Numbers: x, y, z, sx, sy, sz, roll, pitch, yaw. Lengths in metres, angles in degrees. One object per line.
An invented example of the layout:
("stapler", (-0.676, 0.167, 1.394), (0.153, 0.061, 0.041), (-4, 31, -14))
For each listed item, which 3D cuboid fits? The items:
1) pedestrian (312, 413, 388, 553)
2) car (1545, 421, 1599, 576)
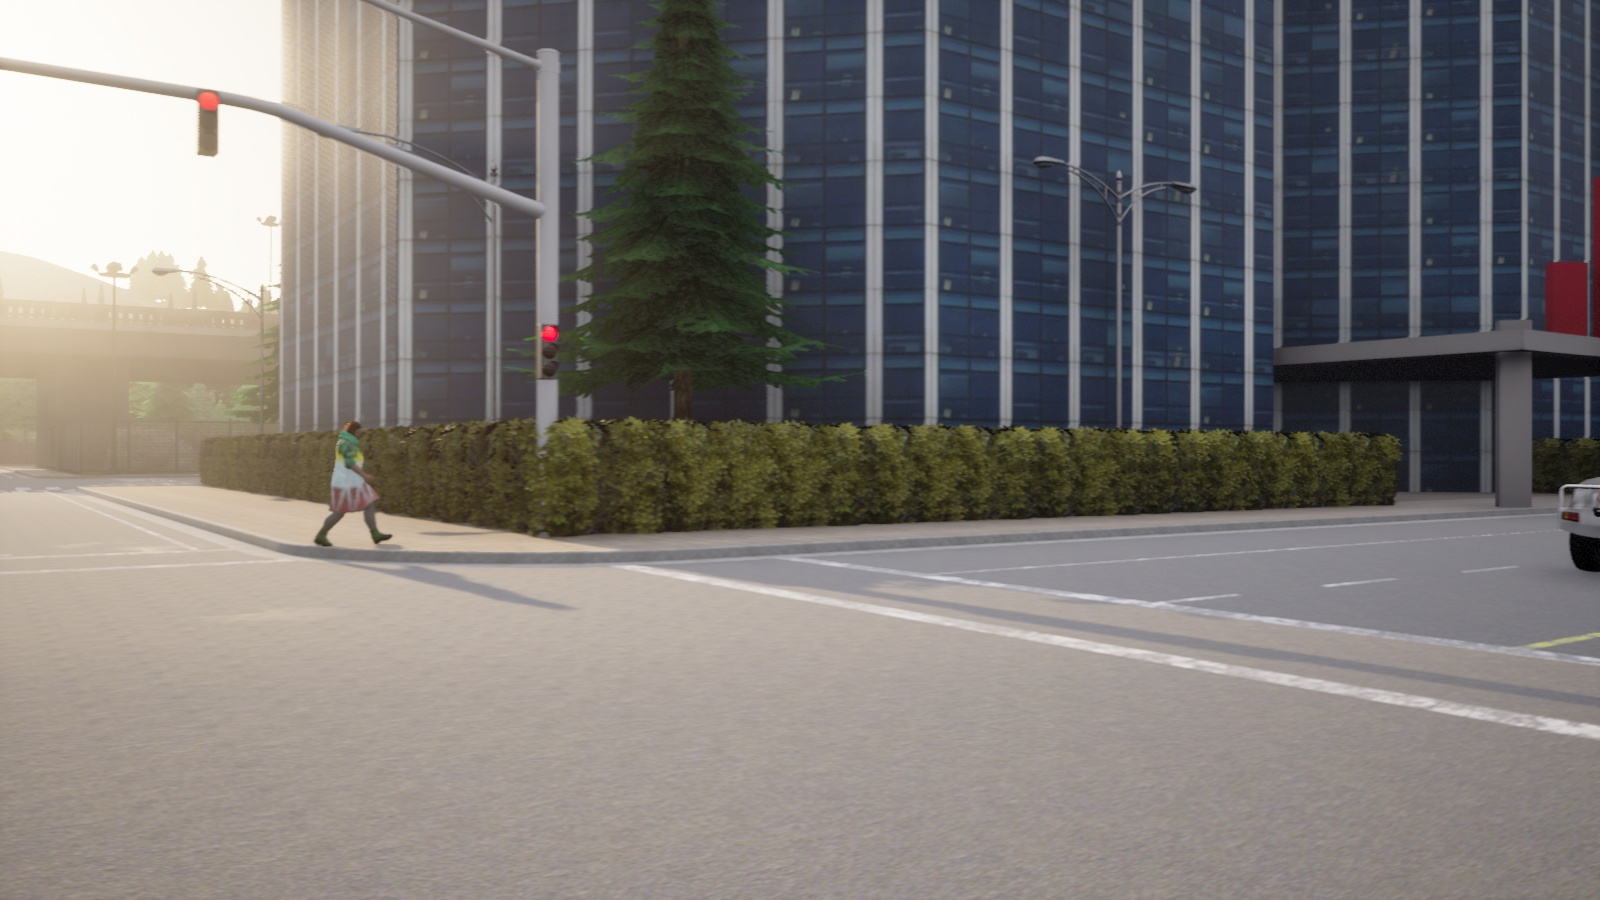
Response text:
("pedestrian", (-6.374, 0.460, 17.813), (0.873, 1.952, 0.659), (0, 0, -5))
("car", (11.653, 0.576, 16.031), (4.605, 1.855, 1.932), (0, 0, -35))
